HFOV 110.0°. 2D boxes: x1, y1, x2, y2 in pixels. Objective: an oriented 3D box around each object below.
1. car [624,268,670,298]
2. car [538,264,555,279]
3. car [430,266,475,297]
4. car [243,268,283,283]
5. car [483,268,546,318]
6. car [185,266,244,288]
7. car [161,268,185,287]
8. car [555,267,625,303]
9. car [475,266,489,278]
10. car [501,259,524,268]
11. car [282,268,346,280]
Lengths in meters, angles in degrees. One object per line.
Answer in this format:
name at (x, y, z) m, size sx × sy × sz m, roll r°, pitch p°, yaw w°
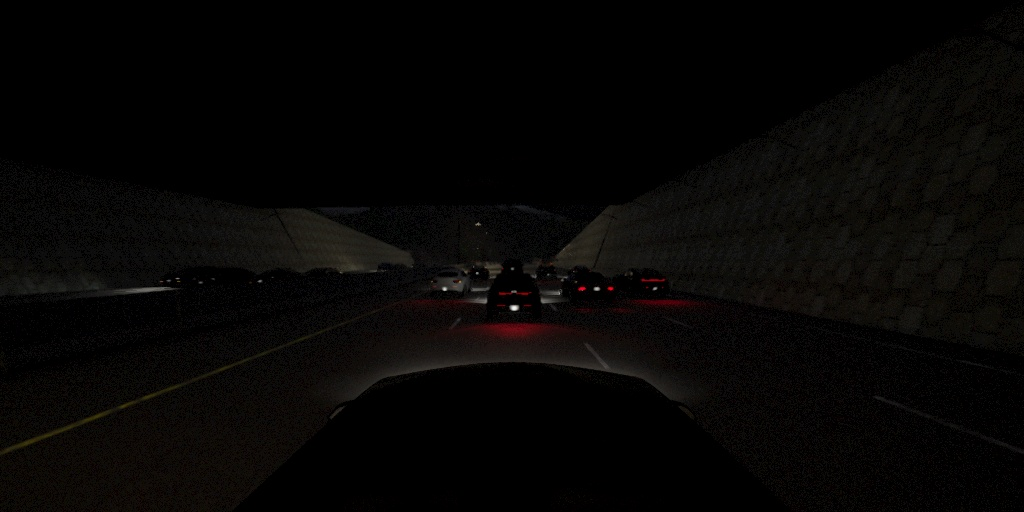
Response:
car at (7.069, 1.434, 20.161) m, size 2.128 × 1.511 × 4.902 m, roll 0°, pitch 0°, yaw 0°
car at (3.550, 1.618, 37.279) m, size 2.128 × 1.511 × 4.902 m, roll 0°, pitch -1°, yaw 0°
car at (-3.438, 1.480, 20.626) m, size 1.812 × 1.442 × 4.674 m, roll 0°, pitch -1°, yaw 0°
car at (-17.638, 1.598, 27.165) m, size 1.994 × 1.385 × 4.181 m, roll 0°, pitch -1°, yaw 0°
car at (0.075, 1.384, 13.707) m, size 1.837 × 1.490 × 4.892 m, roll 0°, pitch 0°, yaw 0°
car at (-21.138, 1.557, 26.670) m, size 1.812 × 1.442 × 4.674 m, roll 0°, pitch -1°, yaw 0°
car at (-24.639, 1.554, 28.160) m, size 1.837 × 1.490 × 4.892 m, roll 0°, pitch -1°, yaw 0°
car at (3.574, 1.465, 17.634) m, size 2.033 × 1.411 × 5.357 m, roll 0°, pitch -1°, yaw 0°
car at (-3.450, 1.699, 37.627) m, size 1.994 × 1.385 × 4.181 m, roll 0°, pitch -1°, yaw 0°
car at (0.051, 1.344, 36.656) m, size 2.150 × 2.045 × 5.566 m, roll 0°, pitch -1°, yaw 0°
car at (-14.140, 1.572, 26.565) m, size 2.033 × 1.411 × 5.357 m, roll 0°, pitch -1°, yaw 0°
